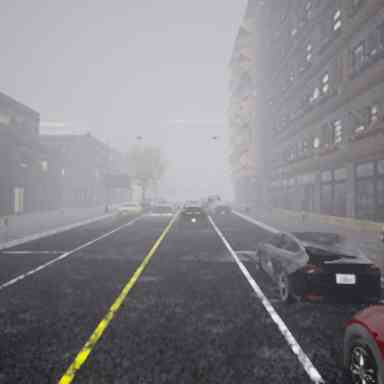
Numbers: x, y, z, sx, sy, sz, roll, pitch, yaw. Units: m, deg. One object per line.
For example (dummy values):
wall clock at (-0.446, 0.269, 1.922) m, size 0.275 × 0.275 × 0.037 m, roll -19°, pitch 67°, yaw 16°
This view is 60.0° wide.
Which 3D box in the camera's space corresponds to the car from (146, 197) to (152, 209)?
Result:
car at (-5.642, 1.427, 41.986) m, size 1.967 × 1.590 × 4.097 m, roll 1°, pitch 0°, yaw 0°

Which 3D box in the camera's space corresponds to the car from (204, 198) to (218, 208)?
car at (2.702, 1.569, 47.732) m, size 1.802 × 1.307 × 4.206 m, roll 1°, pitch 0°, yaw 0°

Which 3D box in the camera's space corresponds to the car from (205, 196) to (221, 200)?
car at (2.703, 1.513, 36.528) m, size 1.752 × 1.417 × 4.829 m, roll 1°, pitch 0°, yaw 0°

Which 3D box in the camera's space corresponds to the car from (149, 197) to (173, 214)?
car at (-3.095, 1.552, 35.753) m, size 1.994 × 1.385 × 4.181 m, roll 0°, pitch 0°, yaw 0°

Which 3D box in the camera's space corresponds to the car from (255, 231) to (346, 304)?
car at (2.703, 1.562, 7.926) m, size 1.947 × 1.339 × 4.313 m, roll 1°, pitch 0°, yaw 0°

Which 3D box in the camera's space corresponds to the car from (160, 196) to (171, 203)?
car at (-5.645, 1.539, 70.421) m, size 2.008 × 1.369 × 4.403 m, roll 1°, pitch 0°, yaw 0°

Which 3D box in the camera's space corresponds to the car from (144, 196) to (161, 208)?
car at (-5.643, 1.427, 47.674) m, size 1.967 × 1.590 × 4.097 m, roll 1°, pitch 0°, yaw 0°

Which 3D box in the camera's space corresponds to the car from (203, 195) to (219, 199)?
car at (2.707, 1.302, 42.046) m, size 2.192 × 1.841 × 5.009 m, roll 1°, pitch 0°, yaw 0°

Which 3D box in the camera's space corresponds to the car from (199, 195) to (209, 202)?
car at (2.751, 1.430, 76.162) m, size 1.967 × 1.590 × 4.097 m, roll 1°, pitch 0°, yaw 0°

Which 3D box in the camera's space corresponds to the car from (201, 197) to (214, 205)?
car at (2.702, 1.553, 59.105) m, size 1.947 × 1.339 × 4.313 m, roll 1°, pitch 0°, yaw 0°

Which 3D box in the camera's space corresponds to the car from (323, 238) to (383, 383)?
car at (2.705, 1.439, 2.239) m, size 1.967 × 1.590 × 4.097 m, roll 1°, pitch 0°, yaw 0°

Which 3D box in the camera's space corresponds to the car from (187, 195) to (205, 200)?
car at (0.098, 1.475, 40.340) m, size 2.128 × 1.511 × 4.902 m, roll 0°, pitch 0°, yaw 0°

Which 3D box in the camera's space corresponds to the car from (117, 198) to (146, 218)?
car at (-5.644, 1.515, 30.444) m, size 1.752 × 1.417 × 4.829 m, roll 1°, pitch 0°, yaw 0°

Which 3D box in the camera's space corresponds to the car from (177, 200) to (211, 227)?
car at (0.100, 1.492, 22.342) m, size 1.837 × 1.490 × 4.892 m, roll 0°, pitch -1°, yaw 0°

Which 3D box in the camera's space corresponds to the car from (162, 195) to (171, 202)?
car at (-5.815, 1.515, 75.938) m, size 1.752 × 1.417 × 4.829 m, roll 1°, pitch 0°, yaw 0°

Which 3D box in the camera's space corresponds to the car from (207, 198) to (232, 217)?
car at (2.703, 1.540, 30.672) m, size 2.008 × 1.369 × 4.403 m, roll 1°, pitch 0°, yaw 0°
